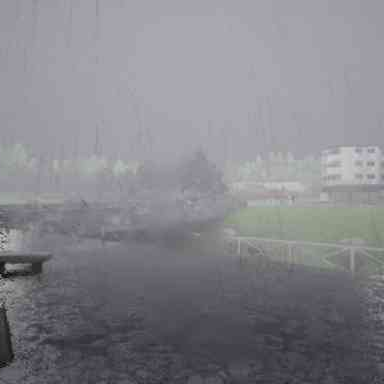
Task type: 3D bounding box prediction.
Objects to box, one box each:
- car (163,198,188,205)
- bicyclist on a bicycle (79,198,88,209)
[{"bbox_3d":[-2.340,1.637,49.506,1.994,1.385,4.181,0,0,36],"label":"car"},{"bbox_3d":[-10.152,1.411,31.144,1.656,1.620,0.582,-1,0,35],"label":"bicyclist on a bicycle"}]
